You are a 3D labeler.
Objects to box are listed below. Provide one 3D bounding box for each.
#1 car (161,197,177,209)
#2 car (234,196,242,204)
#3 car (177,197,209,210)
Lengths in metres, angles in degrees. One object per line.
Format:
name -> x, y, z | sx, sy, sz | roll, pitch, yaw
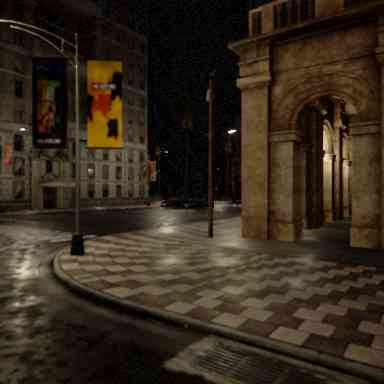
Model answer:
car -> -2.109, 1.450, 44.719 | 2.128, 1.511, 4.902 | 0, 0, 36
car -> 9.317, 1.468, 60.427 | 2.128, 1.511, 4.902 | 0, 0, 36
car -> 0.741, 1.455, 42.688 | 2.128, 1.511, 4.902 | 0, 0, 36
